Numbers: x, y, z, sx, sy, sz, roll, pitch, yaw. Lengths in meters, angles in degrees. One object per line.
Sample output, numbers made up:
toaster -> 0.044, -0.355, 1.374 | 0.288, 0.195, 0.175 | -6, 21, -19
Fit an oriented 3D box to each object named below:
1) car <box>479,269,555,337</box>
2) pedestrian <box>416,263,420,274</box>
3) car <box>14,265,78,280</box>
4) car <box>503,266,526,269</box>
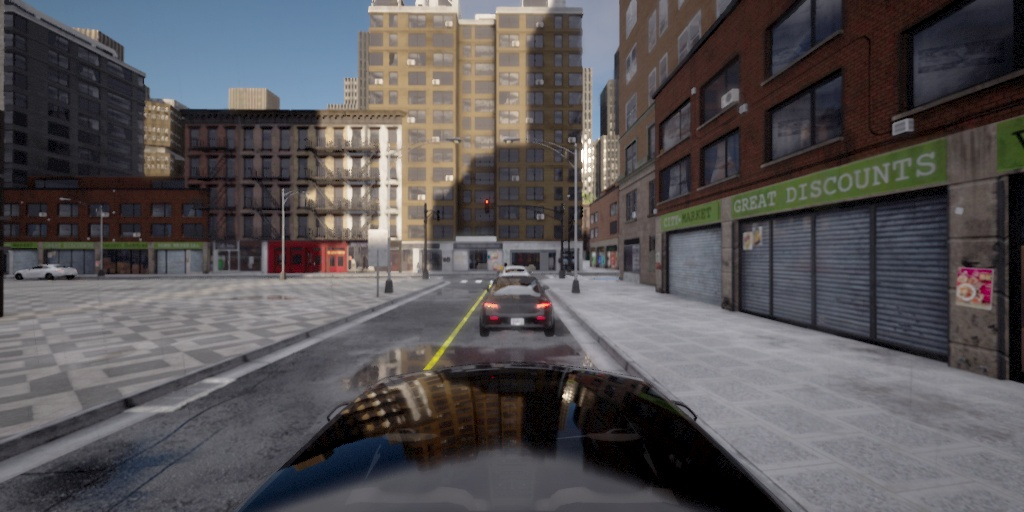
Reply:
car -> 0.121, 1.270, 10.152 | 1.812, 1.442, 4.674 | 0, 0, 0
pedestrian -> -10.046, 0.951, 38.350 | 0.375, 1.860, 0.375 | 0, 0, -1
car -> -45.307, 1.562, 34.935 | 4.674, 1.442, 1.812 | 0, 0, 0
car -> 0.147, 1.261, 19.933 | 1.812, 1.442, 4.674 | 0, 0, -1
